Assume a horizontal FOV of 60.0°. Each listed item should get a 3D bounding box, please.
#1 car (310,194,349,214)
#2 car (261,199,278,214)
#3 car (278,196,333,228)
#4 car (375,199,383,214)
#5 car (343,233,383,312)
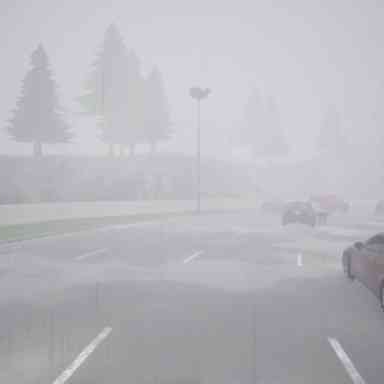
[{"bbox_3d":[14.084,1.271,34.457,5.566,2.045,2.150,0,0,-39],"label":"car"},{"bbox_3d":[9.294,1.493,35.151,4.902,1.511,2.128,0,0,-43],"label":"car"},{"bbox_3d":[7.790,1.371,22.588,2.097,1.767,4.553,1,0,34],"label":"car"},{"bbox_3d":[21.459,1.471,35.201,4.553,1.767,2.097,0,0,-32],"label":"car"},{"bbox_3d":[4.593,1.552,6.962,1.812,1.442,4.674,0,0,11],"label":"car"}]
